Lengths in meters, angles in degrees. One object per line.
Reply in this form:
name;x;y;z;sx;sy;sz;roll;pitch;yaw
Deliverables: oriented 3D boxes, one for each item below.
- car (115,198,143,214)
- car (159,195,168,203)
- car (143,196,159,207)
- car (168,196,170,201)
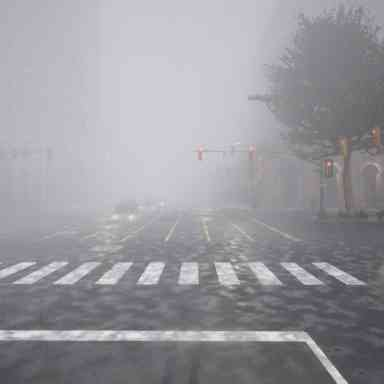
car;-6.919;1.477;35.732;1.882;1.535;5.008;0;0;0
car;-6.579;1.601;68.768;1.895;1.301;4.718;0;0;1
car;-6.826;1.352;52.330;2.097;1.767;4.553;0;0;0
car;-6.407;1.477;79.695;1.882;1.535;5.008;0;0;1
